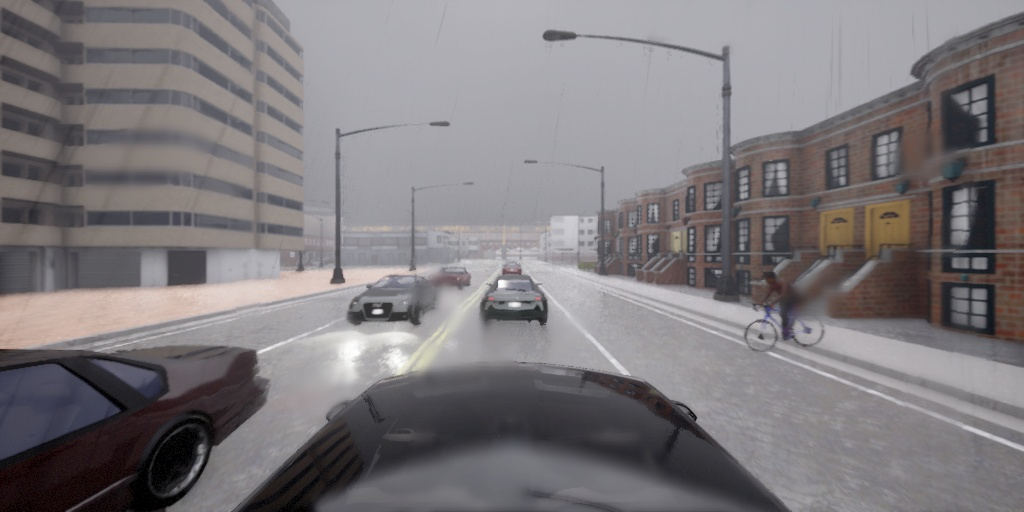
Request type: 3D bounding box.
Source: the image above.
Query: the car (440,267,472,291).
[{"bbox_3d":[-3.645,1.345,21.975,1.895,1.301,4.718,0,0,0],"label":"car"}]

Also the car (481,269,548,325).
[{"bbox_3d":[0.072,1.309,11.870,1.994,1.385,4.181,0,0,0],"label":"car"}]

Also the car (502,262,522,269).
[{"bbox_3d":[0.007,1.296,36.477,1.994,1.385,4.181,0,0,0],"label":"car"}]

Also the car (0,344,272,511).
[{"bbox_3d":[-3.597,1.302,1.605,2.033,1.411,5.357,0,0,0],"label":"car"}]

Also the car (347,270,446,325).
[{"bbox_3d":[-3.624,1.313,11.676,1.994,1.385,4.181,0,0,0],"label":"car"}]

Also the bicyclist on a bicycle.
[{"bbox_3d":[5.514,1.120,7.336,1.656,1.620,0.582,-7,0,0],"label":"bicyclist on a bicycle"}]
